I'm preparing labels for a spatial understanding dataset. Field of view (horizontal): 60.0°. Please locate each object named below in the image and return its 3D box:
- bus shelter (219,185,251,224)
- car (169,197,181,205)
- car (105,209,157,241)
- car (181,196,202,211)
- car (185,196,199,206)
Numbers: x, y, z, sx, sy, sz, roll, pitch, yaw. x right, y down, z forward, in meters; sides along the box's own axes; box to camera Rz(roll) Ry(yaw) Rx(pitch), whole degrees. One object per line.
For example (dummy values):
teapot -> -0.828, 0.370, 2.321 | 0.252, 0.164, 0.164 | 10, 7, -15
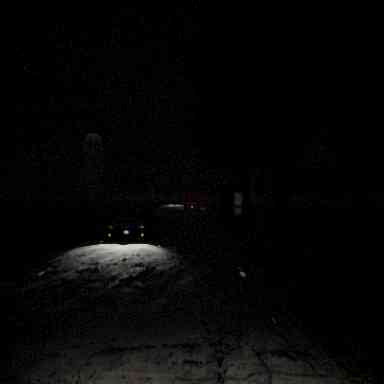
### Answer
bus shelter -> 3.151, 0.832, 25.255 | 1.920, 2.740, 3.880 | 1, 1, 0
car -> -2.790, 1.499, 57.150 | 1.994, 1.385, 4.181 | 0, 0, 1
car -> -2.844, 1.532, 16.301 | 1.994, 1.385, 4.181 | 0, 0, 0
car -> 0.055, 1.444, 39.530 | 1.837, 1.490, 4.892 | 0, -1, 1
car -> 0.052, 1.423, 54.358 | 2.128, 1.511, 4.902 | 0, 0, 0
